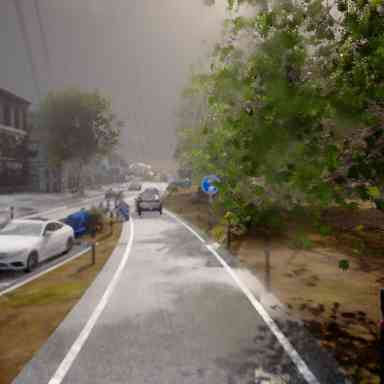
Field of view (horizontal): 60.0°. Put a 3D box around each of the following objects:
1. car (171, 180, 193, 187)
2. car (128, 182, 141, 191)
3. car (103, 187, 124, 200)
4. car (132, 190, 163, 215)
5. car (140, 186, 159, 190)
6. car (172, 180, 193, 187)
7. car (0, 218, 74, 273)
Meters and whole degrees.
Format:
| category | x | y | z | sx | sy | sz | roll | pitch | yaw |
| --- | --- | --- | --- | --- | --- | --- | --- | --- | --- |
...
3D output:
| category | x | y | z | sx | sy | sz | roll | pitch | yaw |
| --- | --- | --- | --- | --- | --- | --- | --- | --- | --- |
| car | -2.815 | -2.459 | 94.809 | 5.566 | 2.045 | 2.435 | 0 | 2 | -24 |
| car | -10.572 | -1.035 | 61.837 | 2.097 | 1.767 | 4.553 | 0 | 3 | -3 |
| car | -9.727 | 0.130 | 42.024 | 1.812 | 1.442 | 4.674 | 0 | 3 | -3 |
| car | -3.494 | 0.891 | 26.200 | 2.128 | 1.511 | 4.902 | -1 | 3 | -13 |
| car | -5.344 | 0.053 | 44.092 | 1.994 | 1.385 | 4.181 | 0 | 3 | -3 |
| car | -2.540 | -2.383 | 91.894 | 5.566 | 2.045 | 2.435 | 0 | 1 | -24 |
| car | -5.613 | 1.669 | 11.569 | 2.002 | 1.452 | 4.674 | 2 | 1 | 1 |
